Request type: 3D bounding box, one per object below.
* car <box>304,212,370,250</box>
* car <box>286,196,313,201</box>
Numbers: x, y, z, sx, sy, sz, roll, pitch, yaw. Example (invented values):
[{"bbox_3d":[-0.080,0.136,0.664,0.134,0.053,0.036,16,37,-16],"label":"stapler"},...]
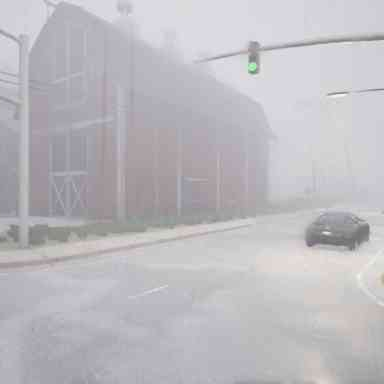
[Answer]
[{"bbox_3d":[6.471,1.579,14.631,1.994,1.385,4.181,0,0,36],"label":"car"},{"bbox_3d":[19.061,1.468,58.716,4.892,1.490,1.837,0,0,35],"label":"car"}]
